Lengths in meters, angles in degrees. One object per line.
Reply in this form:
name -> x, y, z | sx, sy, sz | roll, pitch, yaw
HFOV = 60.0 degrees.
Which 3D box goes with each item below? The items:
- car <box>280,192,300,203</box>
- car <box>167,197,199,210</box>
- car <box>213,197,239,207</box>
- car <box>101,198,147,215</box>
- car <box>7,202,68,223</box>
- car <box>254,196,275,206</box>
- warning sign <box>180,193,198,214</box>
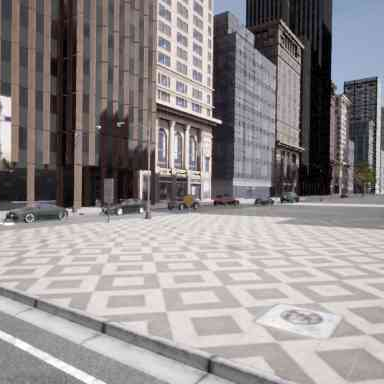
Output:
car -> 17.930, 0.992, 60.891 | 2.150, 2.045, 5.566 | 1, 1, 34
car -> -1.002, 1.340, 39.689 | 1.837, 1.490, 4.892 | 1, 1, 35
car -> 4.955, 1.395, 48.044 | 1.895, 1.301, 4.718 | 1, 1, 36
car -> -6.448, 1.377, 31.996 | 1.837, 1.490, 4.892 | 1, 1, 35
car -> -11.459, 1.470, 24.919 | 1.994, 1.385, 4.181 | 1, 1, 35
car -> 11.196, 1.347, 51.382 | 1.812, 1.442, 4.674 | 1, 1, 35
warning sign -> -0.255, 1.077, 30.676 | 1.300, 1.860, 1.060 | 1, 1, 35
